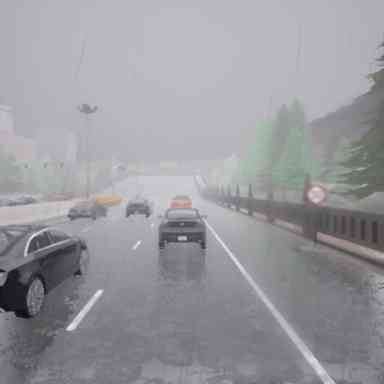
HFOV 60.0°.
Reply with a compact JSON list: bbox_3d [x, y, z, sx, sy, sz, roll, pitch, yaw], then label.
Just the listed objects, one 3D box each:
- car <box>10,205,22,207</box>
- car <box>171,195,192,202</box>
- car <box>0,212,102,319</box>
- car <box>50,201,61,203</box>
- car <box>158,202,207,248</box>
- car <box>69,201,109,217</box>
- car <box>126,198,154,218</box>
[{"bbox_3d":[-22.587,1.279,44.815,2.033,1.411,5.357,0,0,-1],"label":"car"},{"bbox_3d":[-1.053,1.093,33.648,2.097,1.767,4.553,0,0,-2],"label":"car"},{"bbox_3d":[-3.694,1.448,7.228,2.128,1.511,4.902,0,1,-2],"label":"car"},{"bbox_3d":[-15.396,1.320,38.366,1.994,1.385,4.181,0,0,-2],"label":"car"},{"bbox_3d":[-0.410,1.394,14.186,1.837,1.490,4.892,0,0,-2],"label":"car"},{"bbox_3d":[-7.779,1.377,25.278,2.033,1.411,5.357,0,0,-2],"label":"car"},{"bbox_3d":[-4.369,1.300,28.084,1.837,1.490,4.892,0,0,-2],"label":"car"}]
